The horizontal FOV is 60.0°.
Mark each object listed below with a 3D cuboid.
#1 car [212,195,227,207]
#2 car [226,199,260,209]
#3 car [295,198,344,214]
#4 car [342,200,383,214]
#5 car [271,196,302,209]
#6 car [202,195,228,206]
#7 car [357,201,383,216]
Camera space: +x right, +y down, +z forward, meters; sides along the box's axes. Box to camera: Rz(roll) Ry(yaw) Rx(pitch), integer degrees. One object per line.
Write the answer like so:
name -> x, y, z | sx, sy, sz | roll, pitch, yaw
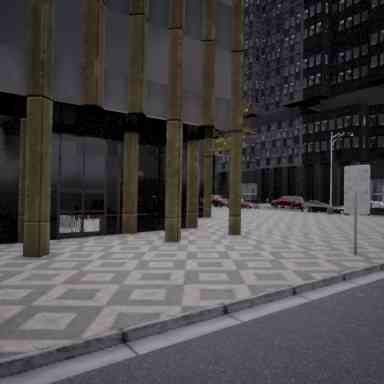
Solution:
car -> 3.594, 1.312, 47.309 | 2.192, 1.841, 5.009 | 1, -1, -35
car -> 6.780, 1.571, 42.809 | 1.802, 1.307, 4.206 | 1, -1, -35
car -> 13.160, 1.540, 33.817 | 1.947, 1.339, 4.313 | 1, -1, -35
car -> 20.107, 1.709, 38.756 | 2.008, 1.369, 4.403 | 1, -1, -35
car -> 13.731, 1.488, 47.751 | 2.192, 1.841, 5.009 | 1, -1, -35
car -> 4.162, 1.512, 61.239 | 2.192, 1.841, 5.009 | 1, -1, -35
car -> 16.350, 1.518, 29.321 | 2.008, 1.369, 4.403 | 1, -1, -35
